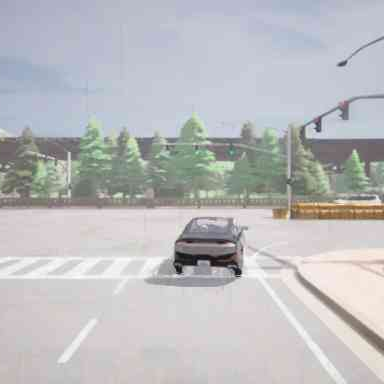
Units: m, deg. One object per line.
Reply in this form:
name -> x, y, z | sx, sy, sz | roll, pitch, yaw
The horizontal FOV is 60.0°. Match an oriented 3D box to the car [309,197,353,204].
car -> 12.539, 1.556, 32.509 | 4.902, 1.511, 2.128 | 0, 0, -2

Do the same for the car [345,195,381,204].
car -> 17.634, 1.295, 36.167 | 5.566, 2.045, 2.150 | 0, 0, -1

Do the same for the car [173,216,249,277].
car -> 0.712, 1.512, 10.433 | 2.128, 1.511, 4.902 | 0, 0, 10
